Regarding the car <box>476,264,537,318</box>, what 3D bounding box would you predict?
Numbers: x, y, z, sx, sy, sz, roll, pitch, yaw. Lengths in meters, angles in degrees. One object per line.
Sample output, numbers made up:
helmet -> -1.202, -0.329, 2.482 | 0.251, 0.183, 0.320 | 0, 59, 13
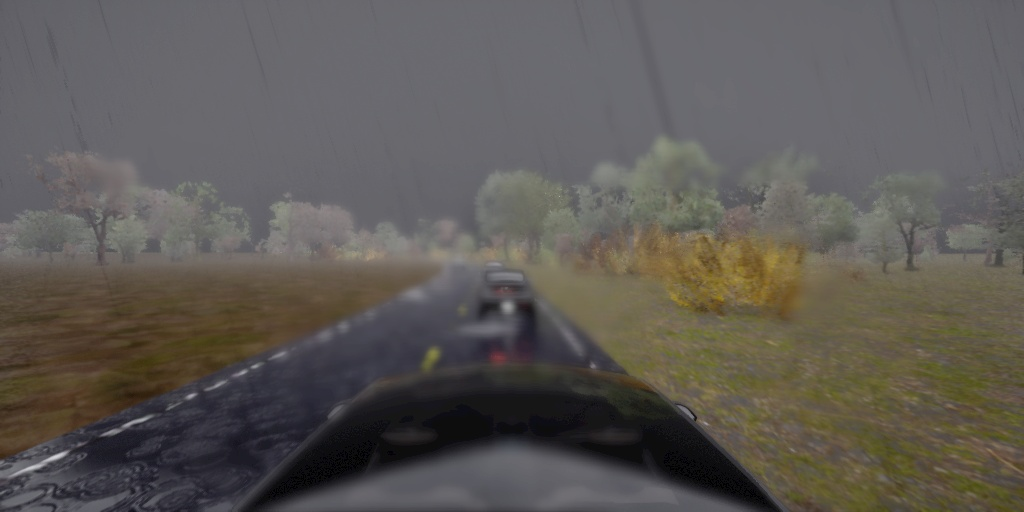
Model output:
car -> -0.198, 1.195, 12.631 | 1.837, 1.490, 4.892 | 0, 0, -2

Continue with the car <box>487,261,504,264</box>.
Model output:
car -> -1.296, 1.128, 28.519 | 1.812, 1.442, 4.674 | 0, 0, -5

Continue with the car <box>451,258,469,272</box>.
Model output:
car -> -6.231, 1.003, 42.658 | 1.882, 1.535, 5.008 | 0, 0, -8
